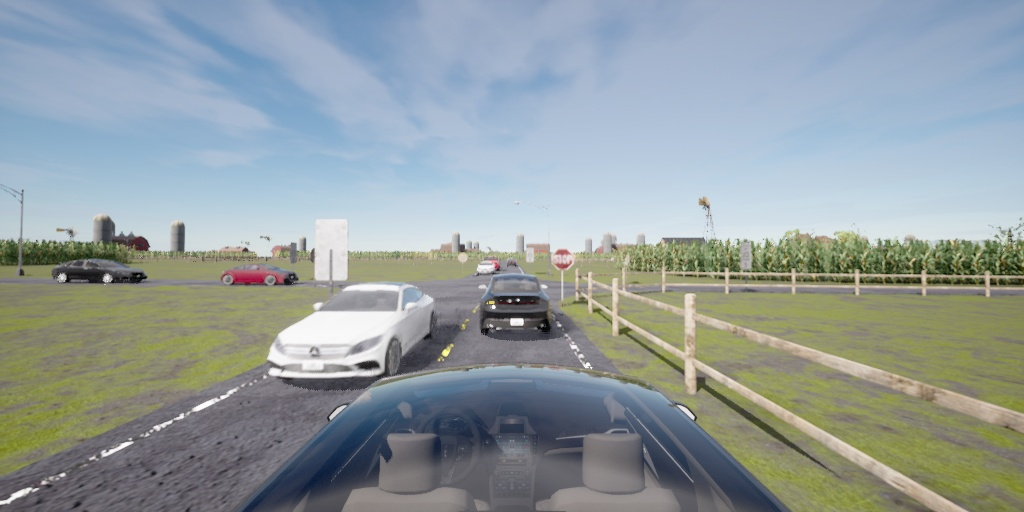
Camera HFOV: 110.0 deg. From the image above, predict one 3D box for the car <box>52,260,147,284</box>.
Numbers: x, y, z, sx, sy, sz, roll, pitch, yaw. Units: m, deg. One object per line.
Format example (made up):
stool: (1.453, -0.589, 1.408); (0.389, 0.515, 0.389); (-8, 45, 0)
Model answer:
car: (-26.654, 1.009, 23.255); (4.892, 1.490, 1.837); (1, -1, 0)

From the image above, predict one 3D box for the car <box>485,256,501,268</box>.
car: (-2.872, 1.068, 50.454); (2.150, 2.045, 5.566); (0, 0, 0)

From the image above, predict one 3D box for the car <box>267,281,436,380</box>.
car: (-2.807, 1.291, 7.413); (1.812, 1.442, 4.674); (0, 0, 0)

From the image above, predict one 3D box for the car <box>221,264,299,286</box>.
car: (-16.254, 1.180, 23.214); (4.181, 1.385, 1.994); (1, -1, -1)

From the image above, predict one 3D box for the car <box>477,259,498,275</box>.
car: (-2.867, 1.358, 40.511); (1.812, 1.442, 4.674); (0, 0, 0)

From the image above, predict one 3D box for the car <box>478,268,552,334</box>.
car: (0.046, 1.279, 10.770); (1.837, 1.490, 4.892); (0, 0, -2)
